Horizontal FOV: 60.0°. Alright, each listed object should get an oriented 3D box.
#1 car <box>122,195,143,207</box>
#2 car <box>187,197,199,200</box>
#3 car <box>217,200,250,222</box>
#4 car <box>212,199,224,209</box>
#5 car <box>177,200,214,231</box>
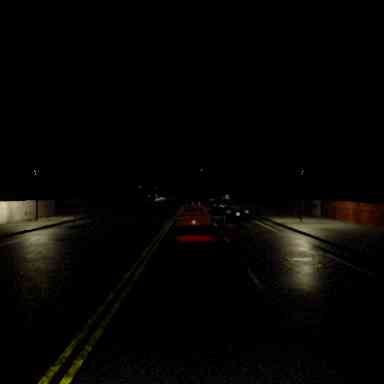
[{"bbox_3d":[-6.489,1.134,36.755,1.837,1.490,4.892,0,0,0],"label":"car"},{"bbox_3d":[0.114,1.374,41.683,2.097,1.767,4.553,0,0,0],"label":"car"},{"bbox_3d":[3.358,1.579,26.306,1.994,1.385,4.181,0,0,0],"label":"car"},{"bbox_3d":[3.313,1.569,41.037,2.033,1.411,5.357,0,0,1],"label":"car"},{"bbox_3d":[0.105,1.489,20.611,1.882,1.535,5.008,0,0,0],"label":"car"}]
